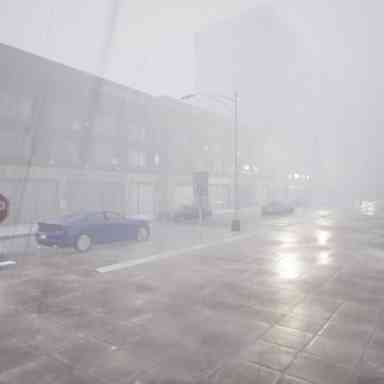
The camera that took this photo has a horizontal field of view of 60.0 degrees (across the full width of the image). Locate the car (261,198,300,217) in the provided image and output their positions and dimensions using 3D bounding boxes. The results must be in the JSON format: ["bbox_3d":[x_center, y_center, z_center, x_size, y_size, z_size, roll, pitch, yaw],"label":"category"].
[{"bbox_3d":[7.947,1.505,30.419,1.994,1.385,4.181,0,0,36],"label":"car"}]

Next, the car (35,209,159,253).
[{"bbox_3d":[-3.895,1.454,13.943,1.882,1.535,5.008,0,0,36],"label":"car"}]

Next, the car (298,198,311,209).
[{"bbox_3d":[14.320,1.473,44.211,1.994,1.385,4.181,0,0,36],"label":"car"}]

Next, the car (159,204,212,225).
[{"bbox_3d":[-0.535,1.551,23.674,1.895,1.301,4.718,0,0,36],"label":"car"}]
